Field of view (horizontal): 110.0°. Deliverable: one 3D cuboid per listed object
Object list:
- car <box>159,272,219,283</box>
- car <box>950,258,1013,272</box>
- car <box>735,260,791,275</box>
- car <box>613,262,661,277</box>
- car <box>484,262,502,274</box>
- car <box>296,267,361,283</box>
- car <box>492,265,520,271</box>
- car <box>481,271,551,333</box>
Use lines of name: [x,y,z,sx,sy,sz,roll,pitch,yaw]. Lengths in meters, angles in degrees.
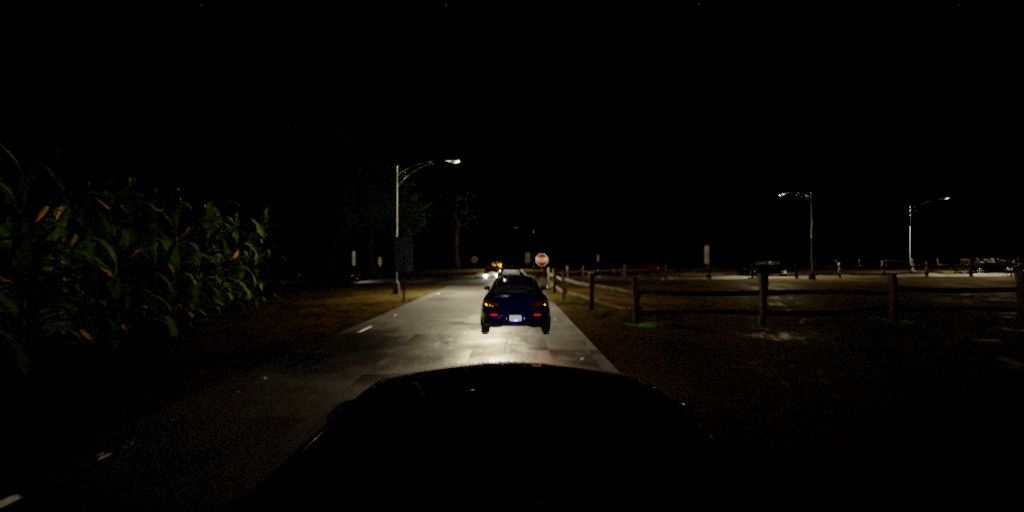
car: [-30.449,1.825,33.797,5.008,1.535,1.882,-1,0,0]
car: [47.380,0.938,36.159,4.892,1.490,1.837,0,0,1]
car: [25.412,1.173,36.382,5.008,1.535,1.882,-2,0,1]
car: [12.644,1.371,36.505,4.674,1.442,1.812,-1,0,2]
car: [-2.764,1.740,49.244,1.895,1.301,4.718,0,-1,-1]
car: [-17.202,1.746,33.737,5.357,1.411,2.033,-1,0,0]
car: [-0.083,1.483,23.989,1.994,1.385,4.181,0,-1,-1]
car: [0.103,1.341,10.825,1.812,1.442,4.674,0,-1,0]
